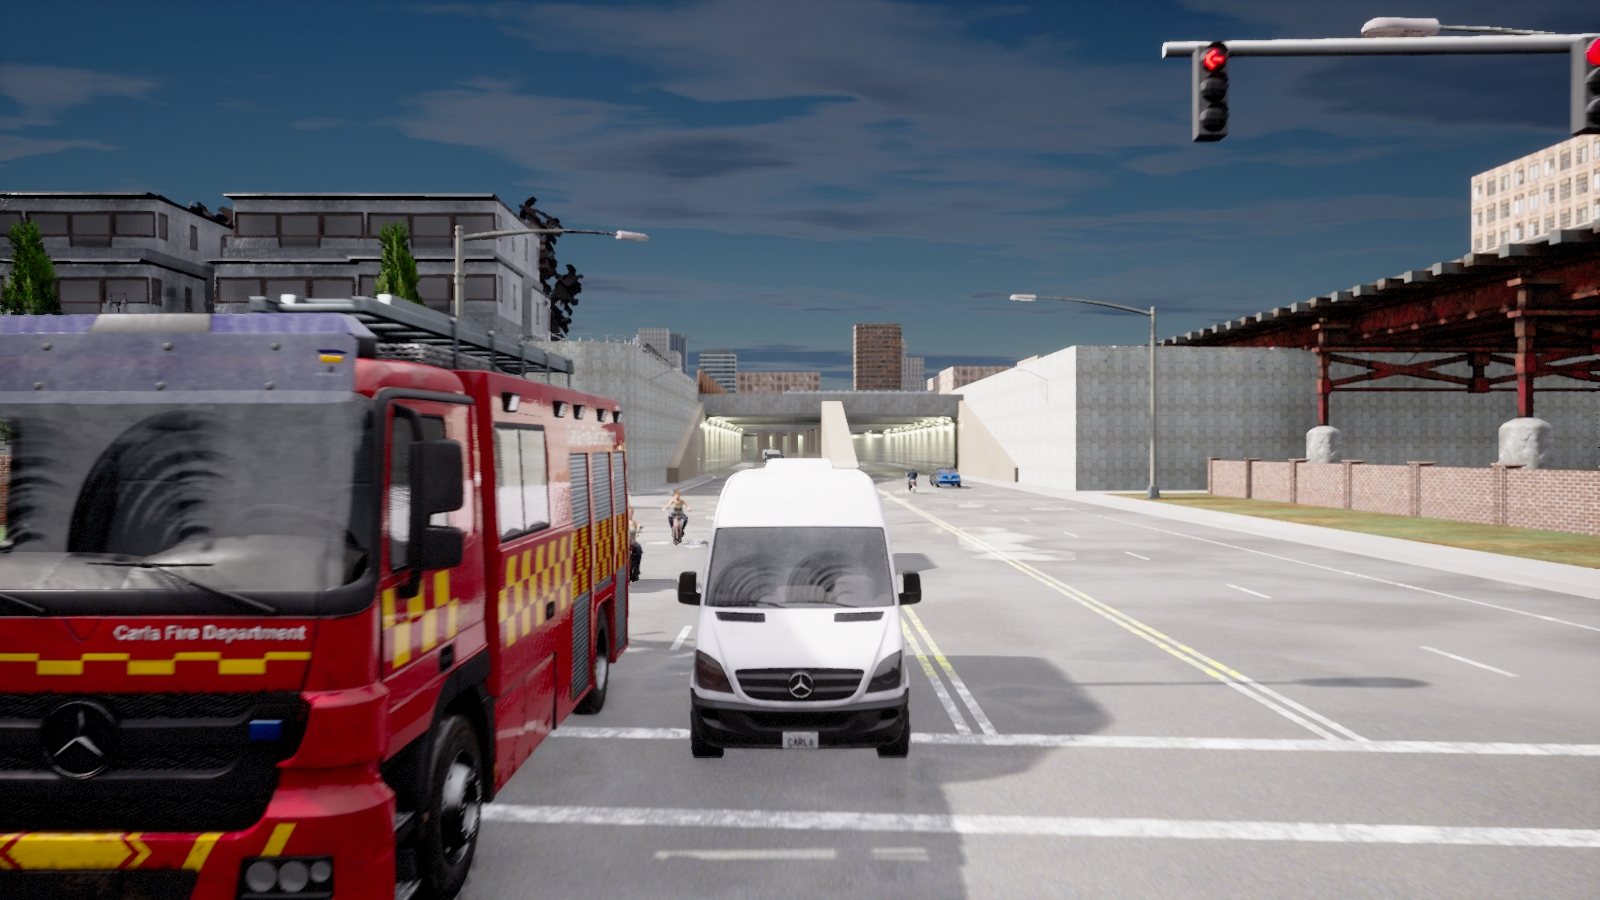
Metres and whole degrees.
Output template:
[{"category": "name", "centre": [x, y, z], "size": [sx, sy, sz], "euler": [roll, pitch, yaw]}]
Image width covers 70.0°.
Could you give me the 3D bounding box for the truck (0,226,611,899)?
[{"category": "truck", "centre": [-3.736, 0.873, 9.449], "size": [2.891, 3.827, 8.468], "euler": [0, 0, 0]}]

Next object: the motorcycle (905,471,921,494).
[{"category": "motorcycle", "centre": [7.010, 2.010, 70.935], "size": [0.856, 1.341, 1.805], "euler": [0, 0, 0]}]

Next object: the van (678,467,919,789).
[{"category": "van", "centre": [-0.009, 1.512, 12.383], "size": [1.988, 2.561, 5.915], "euler": [0, 0, 0]}]

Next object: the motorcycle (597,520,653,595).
[{"category": "motorcycle", "centre": [-3.510, 2.133, 23.096], "size": [0.764, 1.277, 2.356], "euler": [0, 0, 0]}]

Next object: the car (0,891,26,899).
[{"category": "car", "centre": [-3.920, 2.098, 1.141], "size": [2.033, 1.411, 5.357], "euler": [0, 0, 11]}]
